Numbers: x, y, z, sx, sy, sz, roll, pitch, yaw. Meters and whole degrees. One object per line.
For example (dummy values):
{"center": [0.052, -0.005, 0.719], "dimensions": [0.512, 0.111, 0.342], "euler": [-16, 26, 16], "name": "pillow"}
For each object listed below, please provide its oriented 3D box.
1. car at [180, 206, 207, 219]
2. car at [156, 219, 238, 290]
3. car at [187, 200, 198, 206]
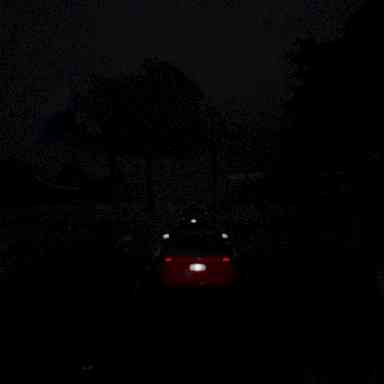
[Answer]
{"center": [0.104, 1.901, 23.492], "dimensions": [1.994, 1.385, 4.181], "euler": [0, -1, 0], "name": "car"}
{"center": [0.106, 1.688, 9.443], "dimensions": [1.994, 1.385, 4.181], "euler": [0, -1, -1], "name": "car"}
{"center": [0.015, 2.731, 65.600], "dimensions": [1.837, 1.490, 4.892], "euler": [0, -1, 0], "name": "car"}
